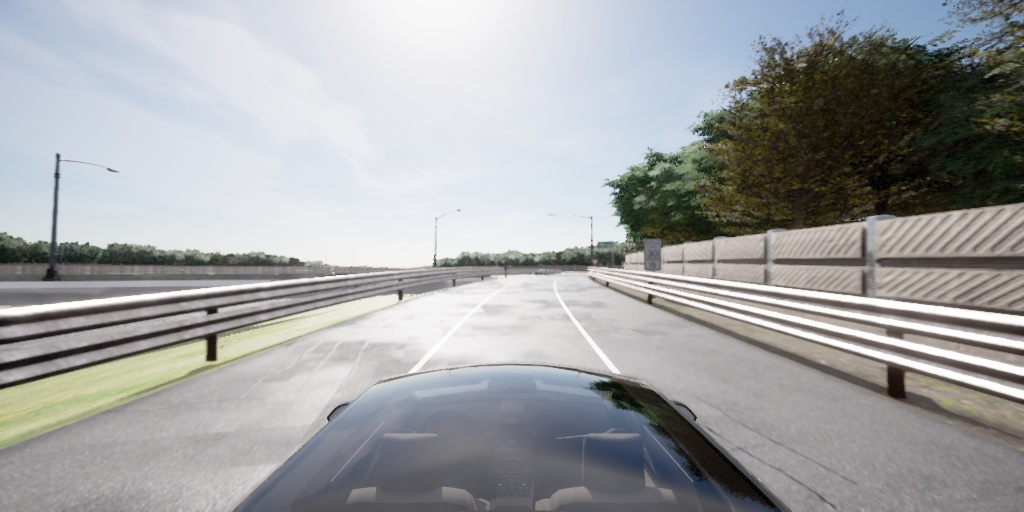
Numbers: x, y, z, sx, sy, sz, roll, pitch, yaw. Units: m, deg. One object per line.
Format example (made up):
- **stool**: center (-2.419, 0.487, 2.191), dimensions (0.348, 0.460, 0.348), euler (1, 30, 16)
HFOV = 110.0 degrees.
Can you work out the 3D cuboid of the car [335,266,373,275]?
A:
- **car**: center (-19.125, 1.941, 43.906), dimensions (4.674, 1.442, 1.812), euler (2, -3, -35)
